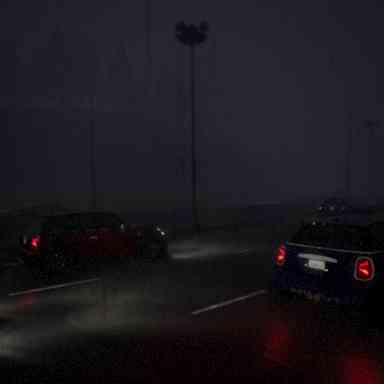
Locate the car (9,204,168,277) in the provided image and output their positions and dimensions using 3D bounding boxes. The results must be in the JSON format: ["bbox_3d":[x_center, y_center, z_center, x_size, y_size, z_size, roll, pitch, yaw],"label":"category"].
[{"bbox_3d":[-3.004,1.367,10.625,4.553,1.767,2.097,-1,0,-38],"label":"car"}]

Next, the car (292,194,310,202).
[{"bbox_3d":[20.545,1.106,60.675,1.994,1.385,4.181,-1,0,43],"label":"car"}]

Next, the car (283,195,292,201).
[{"bbox_3d":[19.409,1.147,64.580,1.895,1.301,4.718,-1,0,43],"label":"car"}]

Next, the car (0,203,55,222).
[{"bbox_3d":[-14.467,1.726,28.408,4.718,1.301,1.895,-1,0,-42],"label":"car"}]

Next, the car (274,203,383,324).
[{"bbox_3d":[3.830,1.281,7.281,4.553,1.767,2.097,-1,0,-40],"label":"car"}]

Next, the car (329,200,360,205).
[{"bbox_3d":[9.042,1.333,17.116,1.837,1.490,4.892,0,0,44],"label":"car"}]

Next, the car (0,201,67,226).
[{"bbox_3d":[-12.478,1.583,25.560,5.008,1.535,1.882,-1,1,-41],"label":"car"}]

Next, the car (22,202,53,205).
[{"bbox_3d":[-10.399,1.562,22.759,5.008,1.535,1.882,-1,1,-41],"label":"car"}]

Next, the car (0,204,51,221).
[{"bbox_3d":[-9.838,1.652,18.754,4.181,1.385,1.994,-1,0,-39],"label":"car"}]

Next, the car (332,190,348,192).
[{"bbox_3d":[23.615,0.742,53.696,2.150,2.045,5.566,-1,0,43],"label":"car"}]

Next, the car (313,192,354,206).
[{"bbox_3d":[11.009,1.133,24.292,2.097,1.767,4.553,-1,0,43],"label":"car"}]

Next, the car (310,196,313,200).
[{"bbox_3d":[23.404,1.057,58.605,2.033,1.411,5.357,-1,0,43],"label":"car"}]
